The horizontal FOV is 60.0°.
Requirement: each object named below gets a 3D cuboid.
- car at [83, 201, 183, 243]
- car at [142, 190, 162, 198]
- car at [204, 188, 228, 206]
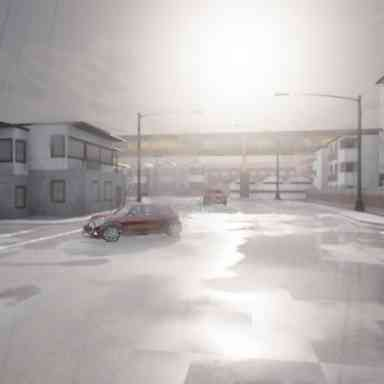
[{"bbox_3d":[-2.767,1.303,15.903,4.553,1.767,2.097,0,-1,-33],"label":"car"},{"bbox_3d":[-7.636,0.351,63.181,1.837,1.490,4.892,2,-1,-40],"label":"car"},{"bbox_3d":[2.752,0.575,39.633,2.150,2.045,5.566,1,2,-5],"label":"car"}]
